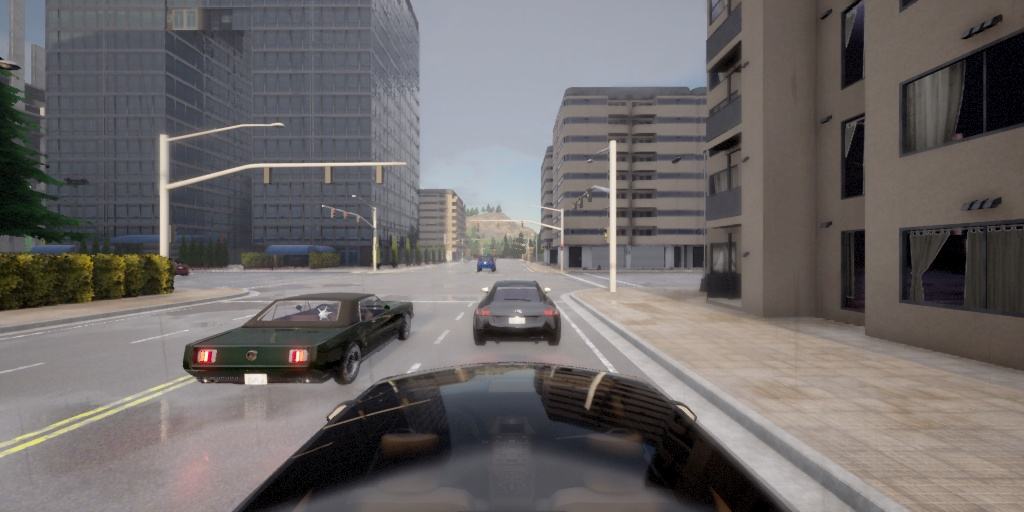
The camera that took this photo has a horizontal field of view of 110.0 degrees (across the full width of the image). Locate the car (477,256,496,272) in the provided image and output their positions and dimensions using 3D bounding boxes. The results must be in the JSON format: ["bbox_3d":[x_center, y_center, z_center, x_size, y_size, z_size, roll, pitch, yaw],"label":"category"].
[{"bbox_3d":[-3.247,0.971,46.224,2.150,2.045,5.566,0,0,0],"label":"car"}]

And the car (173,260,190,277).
[{"bbox_3d":[-32.923,1.102,33.312,4.553,1.767,2.097,0,0,0],"label":"car"}]

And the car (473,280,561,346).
[{"bbox_3d":[0.123,1.314,9.464,1.994,1.385,4.181,0,0,0],"label":"car"}]

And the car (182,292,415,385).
[{"bbox_3d":[-3.386,1.351,6.984,1.895,1.301,4.718,0,0,0],"label":"car"}]
